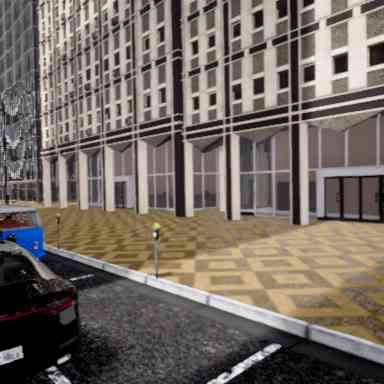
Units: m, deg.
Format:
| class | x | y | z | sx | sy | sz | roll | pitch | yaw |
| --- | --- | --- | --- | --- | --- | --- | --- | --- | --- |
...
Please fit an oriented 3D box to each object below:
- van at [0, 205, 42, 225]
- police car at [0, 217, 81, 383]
| class | x | y | z | sx | sy | sz | roll | pitch | yaw |
| --- | --- | --- | --- | --- | --- | --- | --- | --- | --- |
| van | -6.074 | 1.315 | 10.410 | 1.690 | 1.788 | 3.998 | -3 | 2 | -43 |
| police car | -3.574 | 1.422 | 5.151 | 1.930 | 1.638 | 5.238 | -2 | 1 | -43 |
